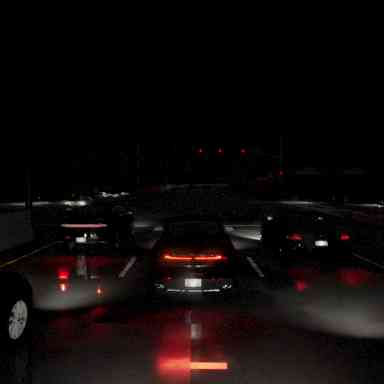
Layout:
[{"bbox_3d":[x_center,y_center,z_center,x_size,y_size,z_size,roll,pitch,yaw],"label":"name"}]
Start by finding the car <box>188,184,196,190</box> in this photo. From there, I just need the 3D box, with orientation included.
[{"bbox_3d":[-0.070,-1.373,91.896,2.033,1.411,5.357,0,2,0],"label":"car"}]

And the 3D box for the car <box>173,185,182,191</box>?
[{"bbox_3d":[-3.562,-0.969,81.355,1.895,1.301,4.718,0,2,0],"label":"car"}]

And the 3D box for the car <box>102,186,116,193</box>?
[{"bbox_3d":[-17.553,-0.647,70.294,1.994,1.385,4.181,0,2,0],"label":"car"}]

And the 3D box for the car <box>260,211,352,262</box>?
[{"bbox_3d":[3.564,1.317,11.111,1.994,1.385,4.181,0,2,0],"label":"car"}]

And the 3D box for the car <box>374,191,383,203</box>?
[{"bbox_3d":[21.348,0.595,32.577,5.357,1.411,2.033,0,2,2],"label":"car"}]

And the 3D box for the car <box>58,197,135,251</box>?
[{"bbox_3d":[-3.427,1.190,12.711,2.128,1.511,4.902,0,2,0],"label":"car"}]

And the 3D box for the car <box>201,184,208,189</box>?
[{"bbox_3d":[3.430,-1.416,91.514,1.895,1.301,4.718,0,2,0],"label":"car"}]

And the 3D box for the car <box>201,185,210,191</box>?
[{"bbox_3d":[3.438,-1.092,81.069,1.882,1.535,5.008,0,2,0],"label":"car"}]

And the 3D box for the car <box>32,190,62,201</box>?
[{"bbox_3d":[-17.630,0.384,40.555,1.895,1.301,4.718,0,2,0],"label":"car"}]

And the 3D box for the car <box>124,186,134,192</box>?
[{"bbox_3d":[-14.055,-0.682,72.657,1.895,1.301,4.718,0,2,0],"label":"car"}]

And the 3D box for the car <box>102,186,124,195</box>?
[{"bbox_3d":[-14.118,-0.361,59.359,1.882,1.535,5.008,0,2,0],"label":"car"}]

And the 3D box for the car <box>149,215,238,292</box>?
[{"bbox_3d":[0.051,1.338,8.512,1.837,1.490,4.892,0,2,1],"label":"car"}]

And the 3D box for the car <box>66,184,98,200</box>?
[{"bbox_3d":[-14.131,-0.056,42.395,2.150,2.045,5.566,0,2,0],"label":"car"}]

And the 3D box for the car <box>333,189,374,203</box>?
[{"bbox_3d":[17.944,0.419,36.208,4.902,1.511,2.128,0,2,2],"label":"car"}]

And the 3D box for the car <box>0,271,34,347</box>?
[{"bbox_3d":[-3.407,1.476,3.324,1.837,1.490,4.892,0,1,0],"label":"car"}]

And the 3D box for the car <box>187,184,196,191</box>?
[{"bbox_3d":[-0.062,-1.076,81.705,1.837,1.490,4.892,0,2,0],"label":"car"}]

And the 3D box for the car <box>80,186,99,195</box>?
[{"bbox_3d":[-17.617,-0.252,57.528,1.812,1.442,4.674,0,2,0],"label":"car"}]

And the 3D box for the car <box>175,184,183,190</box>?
[{"bbox_3d":[-3.570,-1.359,91.477,2.033,1.411,5.357,0,2,0],"label":"car"}]
